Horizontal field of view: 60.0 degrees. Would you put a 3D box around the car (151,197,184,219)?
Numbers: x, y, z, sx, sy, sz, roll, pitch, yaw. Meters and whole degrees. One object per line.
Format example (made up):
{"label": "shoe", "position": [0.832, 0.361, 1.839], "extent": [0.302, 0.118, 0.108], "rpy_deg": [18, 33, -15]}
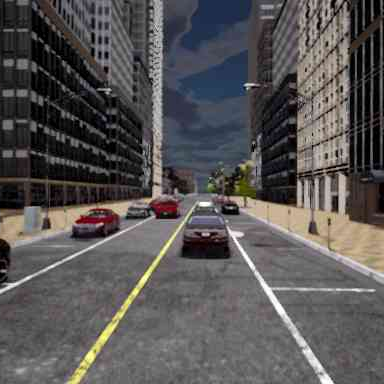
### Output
{"label": "car", "position": [-2.046, 1.469, 29.371], "extent": [1.882, 1.535, 5.008], "rpy_deg": [0, 0, 2]}

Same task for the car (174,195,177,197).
{"label": "car", "position": [-3.817, 1.559, 52.276], "extent": [1.802, 1.307, 4.206], "rpy_deg": [1, 0, 2]}

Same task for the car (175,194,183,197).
{"label": "car", "position": [-3.192, 1.414, 69.340], "extent": [1.967, 1.590, 4.097], "rpy_deg": [1, 0, 2]}

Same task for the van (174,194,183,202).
{"label": "van", "position": [-2.982, 1.313, 75.029], "extent": [1.690, 1.788, 3.998], "rpy_deg": [1, 0, 2]}

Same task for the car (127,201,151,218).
{"label": "car", "position": [-4.649, 1.527, 29.522], "extent": [2.008, 1.369, 4.403], "rpy_deg": [1, 0, 2]}

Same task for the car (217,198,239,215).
{"label": "car", "position": [3.933, 1.594, 34.891], "extent": [1.947, 1.339, 4.313], "rpy_deg": [1, 0, 2]}

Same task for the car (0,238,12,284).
{"label": "car", "position": [-5.481, 1.535, 6.768], "extent": [1.947, 1.339, 4.313], "rpy_deg": [1, 0, 2]}

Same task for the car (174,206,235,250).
{"label": "car", "position": [0.592, 1.555, 14.306], "extent": [2.033, 1.411, 5.357], "rpy_deg": [0, 0, 2]}

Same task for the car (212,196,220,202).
{"label": "car", "position": [5.396, 1.548, 74.878], "extent": [1.752, 1.417, 4.829], "rpy_deg": [1, 0, 2]}

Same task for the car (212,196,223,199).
{"label": "car", "position": [4.767, 1.468, 57.643], "extent": [1.967, 1.590, 4.097], "rpy_deg": [1, 0, 2]}

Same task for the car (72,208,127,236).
{"label": "car", "position": [-5.065, 1.555, 18.143], "extent": [1.802, 1.307, 4.206], "rpy_deg": [1, 0, 2]}

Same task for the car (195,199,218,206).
{"label": "car", "position": [1.245, 1.613, 32.356], "extent": [1.895, 1.301, 4.718], "rpy_deg": [0, 0, 2]}

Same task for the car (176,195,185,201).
{"label": "car", "position": [-2.777, 1.535, 80.718], "extent": [1.947, 1.339, 4.313], "rpy_deg": [1, 0, 2]}

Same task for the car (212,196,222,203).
{"label": "car", "position": [5.181, 1.607, 69.020], "extent": [1.802, 1.307, 4.206], "rpy_deg": [1, 0, 2]}
